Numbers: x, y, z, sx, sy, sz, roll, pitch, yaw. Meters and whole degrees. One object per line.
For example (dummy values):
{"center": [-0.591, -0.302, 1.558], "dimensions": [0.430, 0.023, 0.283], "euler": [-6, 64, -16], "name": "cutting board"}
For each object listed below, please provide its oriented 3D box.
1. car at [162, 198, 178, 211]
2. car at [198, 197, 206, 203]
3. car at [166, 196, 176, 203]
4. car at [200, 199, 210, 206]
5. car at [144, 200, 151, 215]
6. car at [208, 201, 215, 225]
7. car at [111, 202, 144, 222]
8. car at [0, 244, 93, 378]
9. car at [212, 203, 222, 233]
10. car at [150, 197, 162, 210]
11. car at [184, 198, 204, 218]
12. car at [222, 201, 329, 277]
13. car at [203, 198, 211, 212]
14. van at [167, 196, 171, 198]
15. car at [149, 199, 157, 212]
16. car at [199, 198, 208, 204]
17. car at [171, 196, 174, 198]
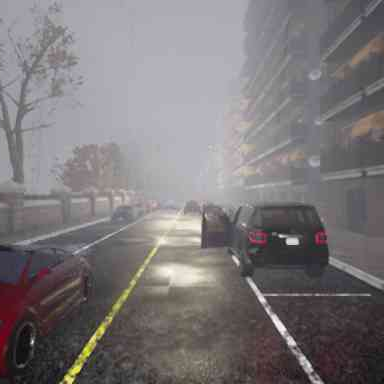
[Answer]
{"center": [-3.001, 1.913, 48.233], "dimensions": [2.033, 1.411, 5.357], "euler": [0, 0, 0], "name": "car"}
{"center": [2.689, 2.170, 90.574], "dimensions": [1.967, 1.590, 4.097], "euler": [0, -1, 0], "name": "car"}
{"center": [-5.691, 2.045, 90.575], "dimensions": [2.192, 1.841, 5.009], "euler": [0, -1, 0], "name": "car"}
{"center": [2.690, 2.112, 68.054], "dimensions": [1.802, 1.307, 4.206], "euler": [0, -1, 0], "name": "car"}
{"center": [-5.689, 1.829, 34.275], "dimensions": [1.802, 1.307, 4.206], "euler": [0, 0, 0], "name": "car"}
{"center": [2.692, 1.751, 28.645], "dimensions": [1.887, 1.381, 4.507], "euler": [0, 0, 0], "name": "car"}
{"center": [-5.689, 1.772, 28.645], "dimensions": [1.947, 1.339, 4.313], "euler": [0, 0, 0], "name": "car"}
{"center": [-3.098, 1.604, 5.456], "dimensions": [1.994, 1.385, 4.181], "euler": [0, 0, 0], "name": "car"}
{"center": [2.691, 1.716, 23.014], "dimensions": [2.008, 1.369, 4.403], "euler": [0, 0, 0], "name": "car"}
{"center": [-5.689, 1.776, 45.532], "dimensions": [1.967, 1.590, 4.097], "euler": [0, 0, 0], "name": "car"}
{"center": [0.066, 1.755, 38.395], "dimensions": [1.882, 1.535, 5.008], "euler": [0, -1, 0], "name": "car"}
{"center": [2.395, 1.298, 10.605], "dimensions": [2.150, 2.045, 5.566], "euler": [0, 0, 0], "name": "car"}
{"center": [2.690, 1.966, 51.162], "dimensions": [1.802, 1.307, 4.206], "euler": [0, 0, 0], "name": "car"}
{"center": [-5.691, 1.871, 68.055], "dimensions": [1.690, 1.788, 3.998], "euler": [0, 0, 0], "name": "van"}
{"center": [-5.689, 1.834, 39.904], "dimensions": [1.887, 1.381, 4.507], "euler": [0, 0, 0], "name": "car"}
{"center": [2.689, 2.194, 79.314], "dimensions": [1.947, 1.339, 4.313], "euler": [0, -1, 0], "name": "car"}
{"center": [-5.691, 2.194, 79.314], "dimensions": [1.947, 1.339, 4.313], "euler": [0, -1, 0], "name": "car"}
